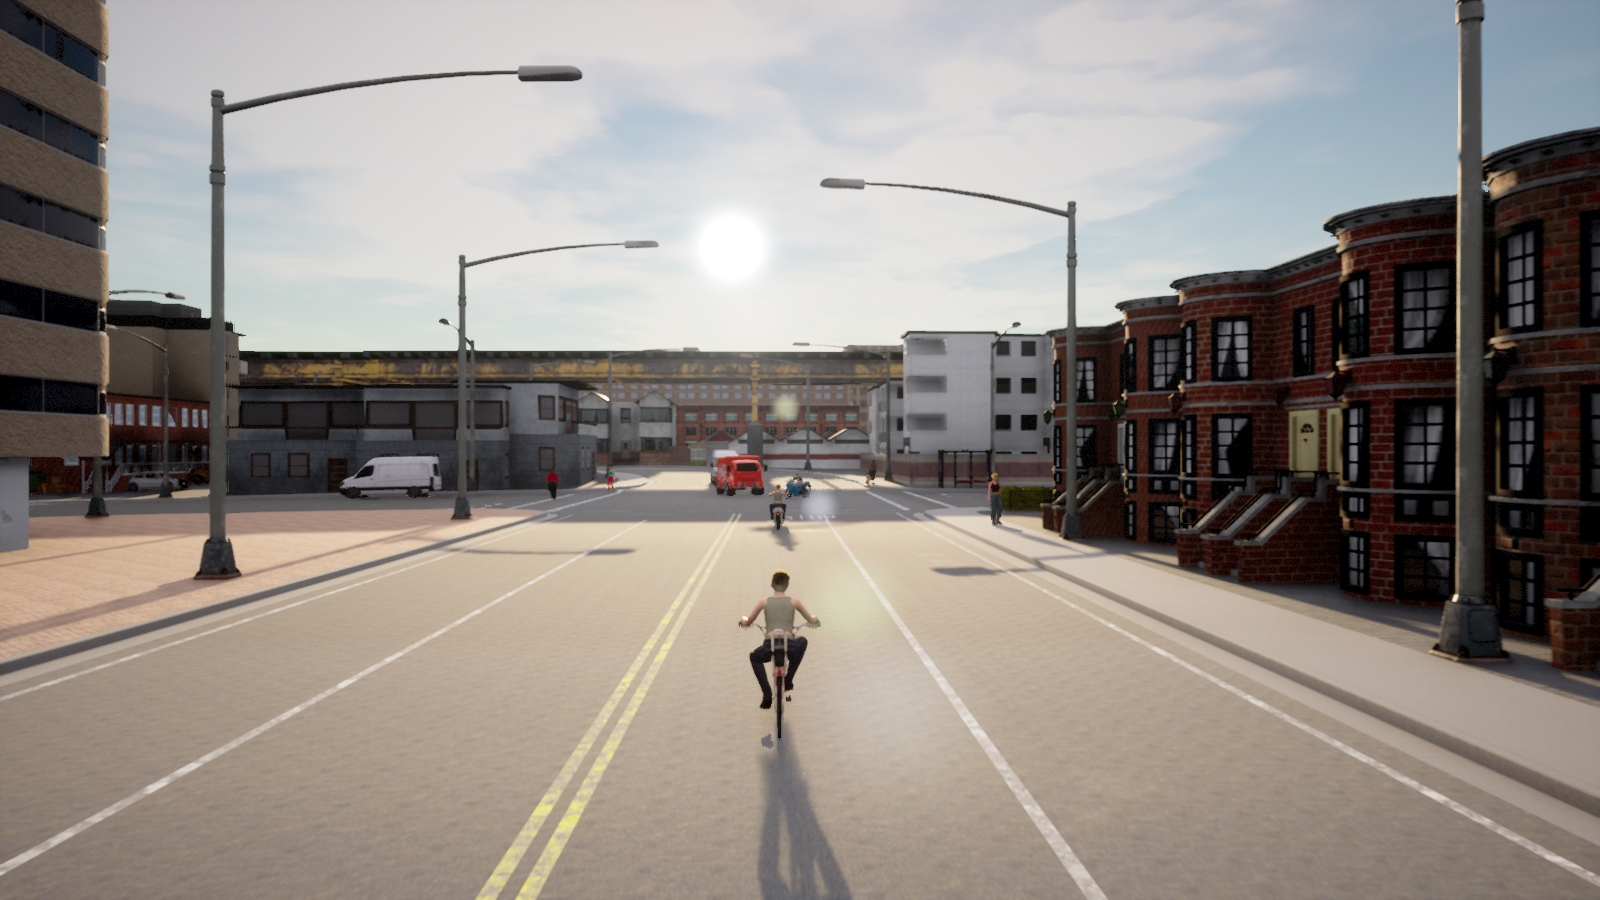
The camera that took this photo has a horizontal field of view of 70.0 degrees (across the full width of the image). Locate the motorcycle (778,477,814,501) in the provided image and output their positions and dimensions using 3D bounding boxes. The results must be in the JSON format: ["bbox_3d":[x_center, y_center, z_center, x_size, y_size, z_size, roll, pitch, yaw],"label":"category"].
[{"bbox_3d":[-0.213,2.187,64.810,2.033,1.224,0.803,0,4,-44],"label":"motorcycle"}]

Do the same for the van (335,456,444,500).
[{"bbox_3d":[-25.256,1.704,70.431,5.915,2.561,1.988,-1,0,-2],"label":"van"}]

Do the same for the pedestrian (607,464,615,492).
[{"bbox_3d":[-12.526,1.852,75.839,0.375,1.860,0.375,0,0,23],"label":"pedestrian"}]

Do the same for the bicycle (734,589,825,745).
[{"bbox_3d":[-0.204,2.144,11.565,0.859,1.301,1.487,0,0,-1],"label":"bicycle"}]

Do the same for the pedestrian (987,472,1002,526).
[{"bbox_3d":[6.745,1.694,39.671,0.375,1.860,0.375,0,0,-18],"label":"pedestrian"}]

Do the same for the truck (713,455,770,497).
[{"bbox_3d":[-3.682,1.605,71.120,2.627,2.467,5.204,0,-1,-13],"label":"truck"}]

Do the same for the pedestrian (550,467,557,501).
[{"bbox_3d":[-13.816,1.897,64.088,0.375,1.860,0.375,0,0,-9],"label":"pedestrian"}]
